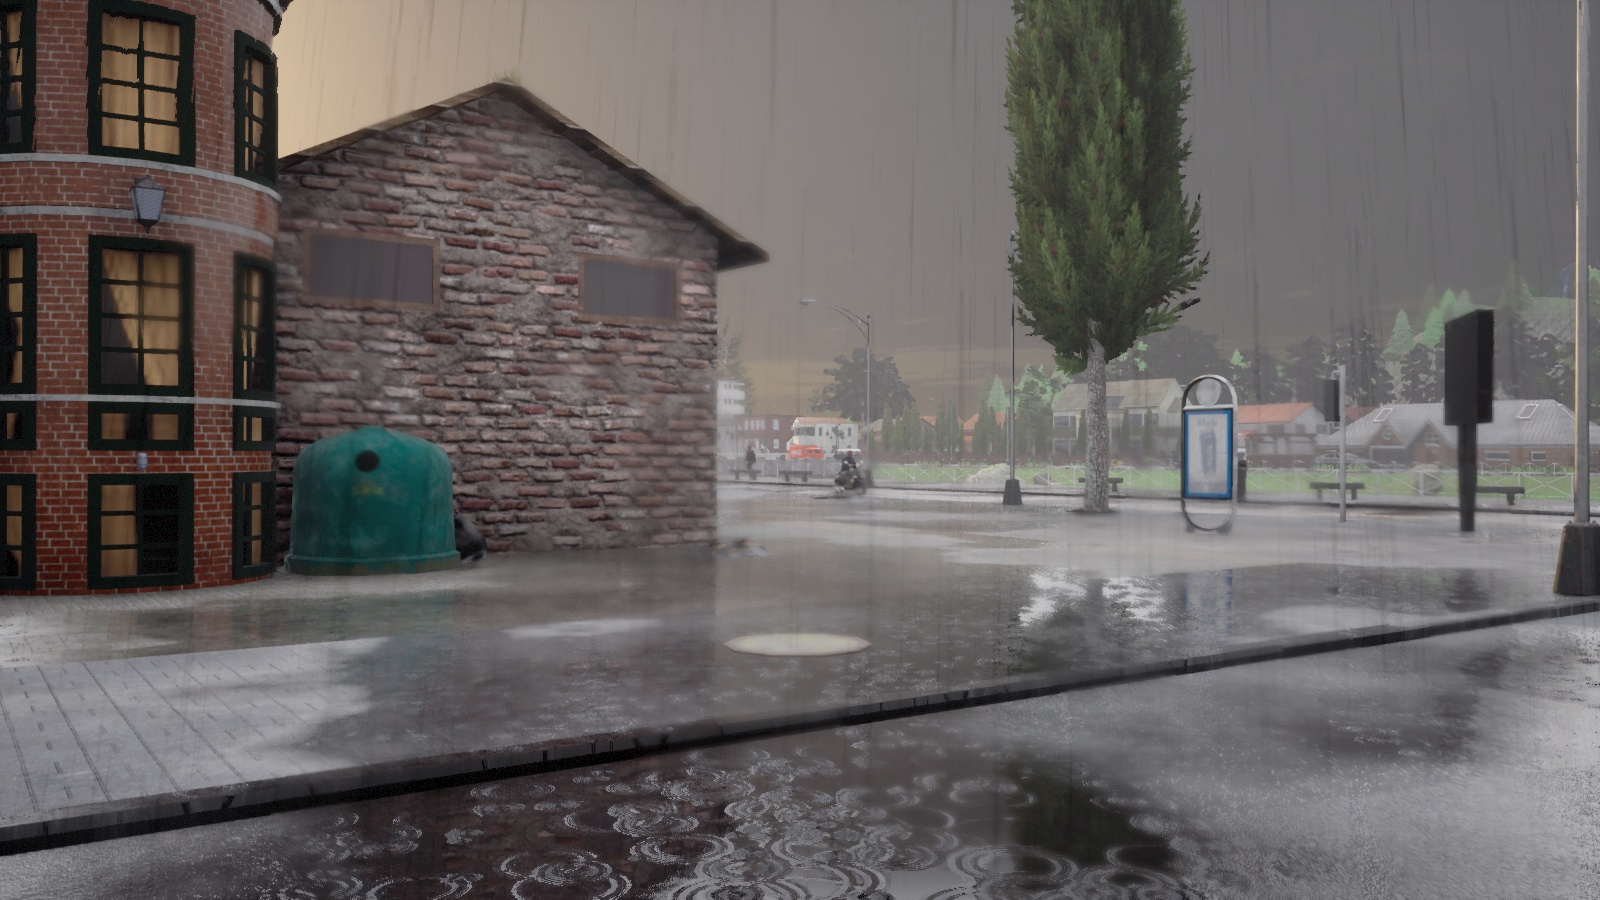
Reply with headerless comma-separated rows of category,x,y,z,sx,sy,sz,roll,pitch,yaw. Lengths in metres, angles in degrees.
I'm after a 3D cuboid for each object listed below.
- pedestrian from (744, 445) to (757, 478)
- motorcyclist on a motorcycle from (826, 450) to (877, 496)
pedestrian,-2.737,0.630,69.436,0.431,1.840,0.703,0,0,-30
motorcyclist on a motorcycle,1.808,0.802,44.088,0.866,1.590,1.817,0,0,-35
